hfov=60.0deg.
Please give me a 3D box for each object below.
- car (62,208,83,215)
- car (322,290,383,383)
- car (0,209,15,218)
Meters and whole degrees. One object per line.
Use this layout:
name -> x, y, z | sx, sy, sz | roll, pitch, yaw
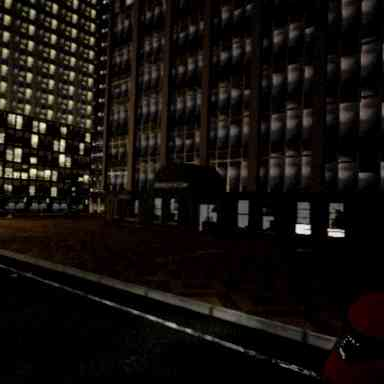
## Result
car -> -24.387, 3.970, 67.778 | 1.967, 1.590, 4.097 | 0, -3, 40
car -> 3.834, 1.411, 2.078 | 5.566, 2.045, 2.150 | -1, -3, 41
car -> -28.705, 3.202, 49.339 | 2.008, 1.369, 4.403 | 0, -3, 40
